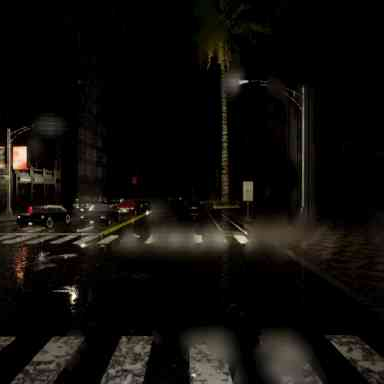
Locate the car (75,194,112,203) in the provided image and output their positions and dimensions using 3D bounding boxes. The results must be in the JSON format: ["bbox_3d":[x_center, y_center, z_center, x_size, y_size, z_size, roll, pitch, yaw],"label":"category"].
[{"bbox_3d":[-9.715,1.231,32.134,2.150,2.045,5.566,0,0,0],"label":"car"}]

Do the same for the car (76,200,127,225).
[{"bbox_3d":[-6.500,1.553,24.179,2.033,1.411,5.357,0,0,0],"label":"car"}]

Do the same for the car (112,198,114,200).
[{"bbox_3d":[-9.667,1.511,42.154,2.128,1.511,4.902,0,0,1],"label":"car"}]

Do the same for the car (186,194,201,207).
[{"bbox_3d":[0.218,1.259,53.431,2.150,2.045,5.566,0,0,0],"label":"car"}]

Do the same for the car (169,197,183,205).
[{"bbox_3d":[-2.926,1.611,57.724,1.994,1.385,4.181,0,0,1],"label":"car"}]

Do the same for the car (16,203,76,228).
[{"bbox_3d":[-9.771,1.606,22.376,1.895,1.301,4.718,0,0,1],"label":"car"}]

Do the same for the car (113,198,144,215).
[{"bbox_3d":[-6.453,1.537,34.136,1.812,1.442,4.674,0,0,0],"label":"car"}]

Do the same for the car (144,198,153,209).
[{"bbox_3d":[-6.404,1.527,44.566,1.837,1.490,4.892,0,0,0],"label":"car"}]

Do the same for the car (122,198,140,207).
[{"bbox_3d":[-9.590,1.636,52.283,1.895,1.301,4.718,0,0,1],"label":"car"}]

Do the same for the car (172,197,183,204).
[{"bbox_3d":[-2.885,1.633,67.682,1.994,1.385,4.181,0,0,0],"label":"car"}]
